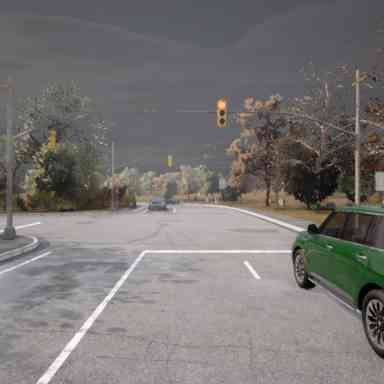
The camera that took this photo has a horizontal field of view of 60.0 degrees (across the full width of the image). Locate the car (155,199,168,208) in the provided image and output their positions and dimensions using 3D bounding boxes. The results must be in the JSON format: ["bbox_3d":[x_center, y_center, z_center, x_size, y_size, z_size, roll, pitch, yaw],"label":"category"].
[{"bbox_3d":[-4.940,1.762,53.123,2.033,1.411,5.357,0,-1,-6],"label":"car"}]

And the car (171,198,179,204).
[{"bbox_3d":[-4.656,2.356,82.987,2.128,1.511,4.902,0,-1,-22],"label":"car"}]

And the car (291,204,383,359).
[{"bbox_3d":[3.582,1.221,6.066,2.150,2.045,5.566,0,0,0],"label":"car"}]

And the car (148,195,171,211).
[{"bbox_3d":[-4.187,1.407,41.470,2.097,1.767,4.553,0,0,0],"label":"car"}]

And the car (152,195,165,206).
[{"bbox_3d":[-6.468,1.659,63.591,2.150,2.045,5.566,0,-1,-10],"label":"car"}]
